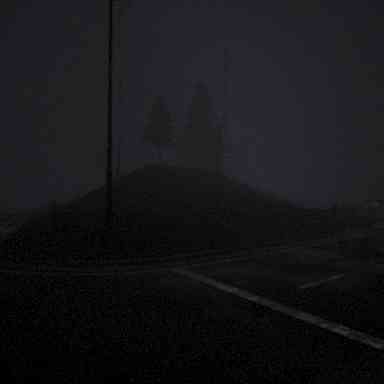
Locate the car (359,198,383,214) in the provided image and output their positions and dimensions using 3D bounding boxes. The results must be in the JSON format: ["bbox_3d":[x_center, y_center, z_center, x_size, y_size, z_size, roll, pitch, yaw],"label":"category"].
[{"bbox_3d":[23.694,1.767,43.156,2.150,2.045,5.566,0,0,6],"label":"car"}]
